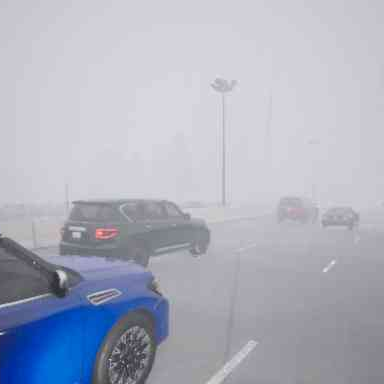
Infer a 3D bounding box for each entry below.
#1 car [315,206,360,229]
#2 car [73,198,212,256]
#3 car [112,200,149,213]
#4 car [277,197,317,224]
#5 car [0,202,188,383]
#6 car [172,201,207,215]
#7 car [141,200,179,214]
[{"bbox_3d":[10.308,1.717,22.917,2.033,1.411,5.357,0,-1,32],"label":"car"},{"bbox_3d":[-1.512,1.231,10.760,2.150,2.045,5.566,0,-1,32],"label":"car"},{"bbox_3d":[-7.458,1.781,41.019,1.812,1.442,4.674,0,-1,32],"label":"car"},{"bbox_3d":[8.554,1.424,26.694,2.150,2.045,5.566,0,-1,32],"label":"car"},{"bbox_3d":[-2.480,1.218,2.678,2.150,2.045,5.566,0,0,32],"label":"car"},{"bbox_3d":[-0.190,1.797,39.404,1.837,1.490,4.892,0,-1,32],"label":"car"},{"bbox_3d":[-3.785,1.780,40.270,1.837,1.490,4.892,0,-1,32],"label":"car"}]
